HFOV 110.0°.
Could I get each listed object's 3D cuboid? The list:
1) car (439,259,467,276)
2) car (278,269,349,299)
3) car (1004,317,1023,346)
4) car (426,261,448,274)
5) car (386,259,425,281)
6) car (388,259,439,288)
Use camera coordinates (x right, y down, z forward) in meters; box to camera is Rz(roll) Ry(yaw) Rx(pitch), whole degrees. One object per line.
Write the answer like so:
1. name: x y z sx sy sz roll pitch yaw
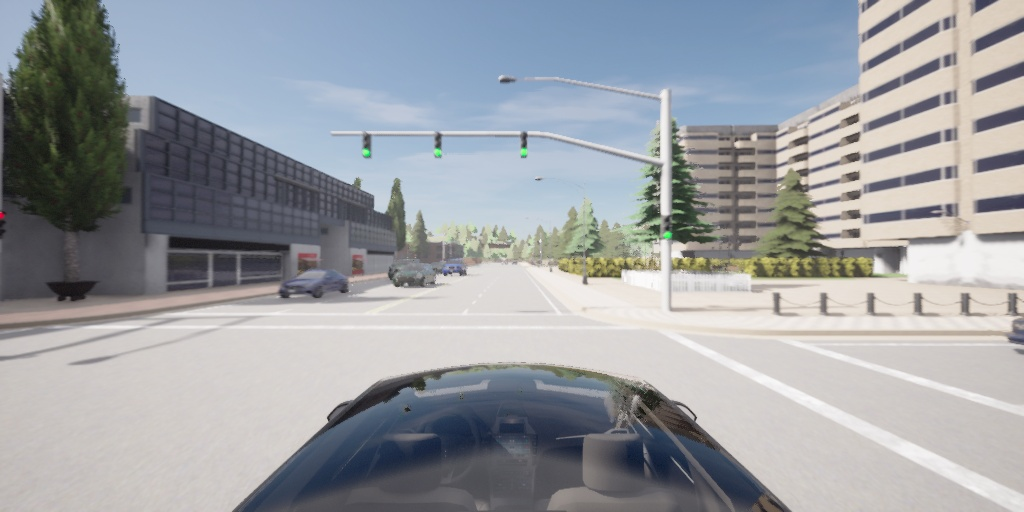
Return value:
1. car: -6.826 1.358 43.428 2.150 2.045 5.566 0 -1 1
2. car: -10.546 1.445 19.523 1.812 1.442 4.674 0 0 0
3. car: 12.890 1.336 6.636 5.357 1.411 2.033 0 -1 0
4. car: -10.212 1.540 49.060 2.097 1.767 4.553 0 0 1
5. car: -10.417 1.285 35.527 2.150 2.045 5.566 0 0 1
6. car: -7.005 1.327 26.049 2.097 1.767 4.553 0 0 1
